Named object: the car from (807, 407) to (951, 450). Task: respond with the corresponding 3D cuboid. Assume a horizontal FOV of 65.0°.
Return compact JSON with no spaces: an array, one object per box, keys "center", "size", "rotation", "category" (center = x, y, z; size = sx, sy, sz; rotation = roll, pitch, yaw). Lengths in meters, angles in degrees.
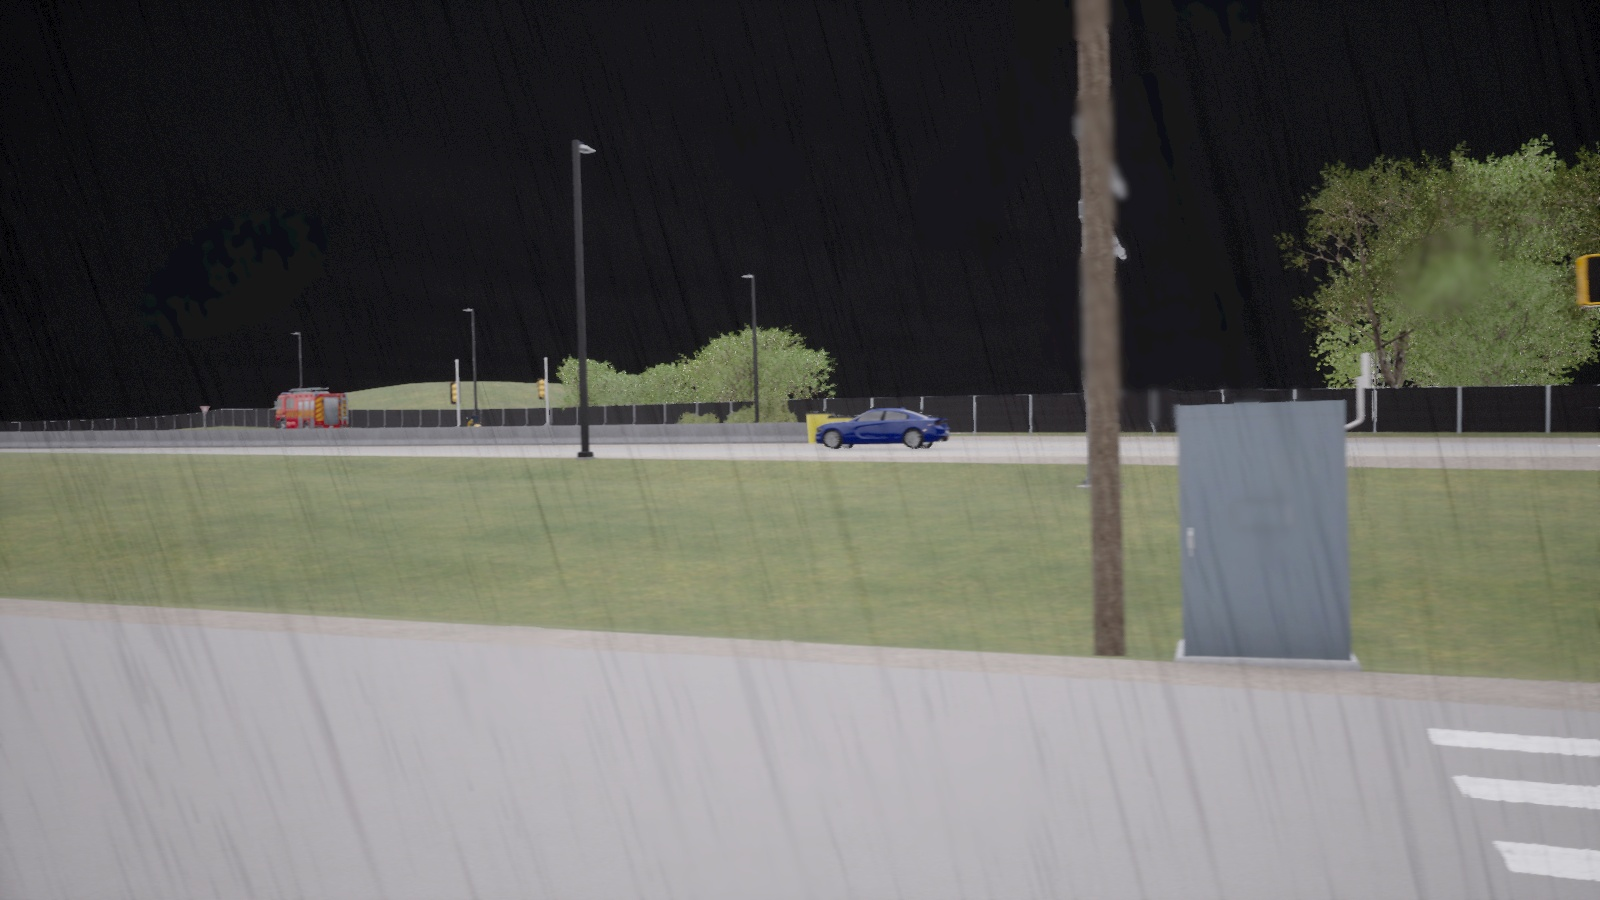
[{"center":[2.925,-0.780,46.426],"size":[5.008,1.535,1.882],"rotation":[0,1,19],"category":"car"}]
